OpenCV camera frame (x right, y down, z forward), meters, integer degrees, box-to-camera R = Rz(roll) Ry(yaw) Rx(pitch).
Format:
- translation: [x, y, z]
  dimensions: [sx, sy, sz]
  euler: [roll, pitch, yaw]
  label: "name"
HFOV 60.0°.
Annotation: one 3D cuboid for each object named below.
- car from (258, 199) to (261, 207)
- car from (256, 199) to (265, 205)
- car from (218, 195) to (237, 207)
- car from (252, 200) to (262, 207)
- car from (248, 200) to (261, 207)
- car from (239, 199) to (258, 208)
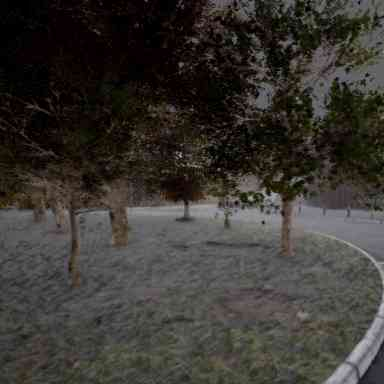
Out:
- translation: [11.155, 2.115, 61.748]
  dimensions: [2.033, 1.411, 5.357]
  euler: [0, -2, 16]
  label: "car"
- translation: [16.994, 2.553, 82.732]
  dimensions: [1.882, 1.535, 5.008]
  euler: [0, -2, 16]
  label: "car"
- translation: [5.279, 1.440, 50.785]
  dimensions: [2.150, 2.045, 5.566]
  euler: [0, -2, 11]
  label: "car"
- translation: [14.459, 2.437, 73.621]
  dimensions: [1.837, 1.490, 4.892]
  euler: [0, -2, 16]
  label: "car"
- translation: [12.637, 2.290, 67.075]
  dimensions: [2.033, 1.411, 5.357]
  euler: [0, -2, 16]
  label: "car"
- translation: [8.862, 1.860, 51.904]
  dimensions: [1.895, 1.301, 4.718]
  euler: [0, -2, 12]
  label: "car"
